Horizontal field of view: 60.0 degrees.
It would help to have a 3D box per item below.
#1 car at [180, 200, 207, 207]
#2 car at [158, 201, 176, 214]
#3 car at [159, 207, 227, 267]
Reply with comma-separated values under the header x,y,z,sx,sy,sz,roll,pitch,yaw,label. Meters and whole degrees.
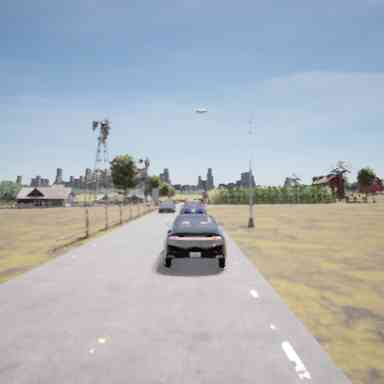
x,y,z,sx,sy,sz,roll,pitch,yaw,label
0.099,1.431,26.726,2.097,1.767,4.553,0,0,0,car
-2.825,1.728,38.461,2.033,1.411,5.357,0,-1,0,car
0.094,1.496,11.454,2.128,1.511,4.902,0,0,0,car
